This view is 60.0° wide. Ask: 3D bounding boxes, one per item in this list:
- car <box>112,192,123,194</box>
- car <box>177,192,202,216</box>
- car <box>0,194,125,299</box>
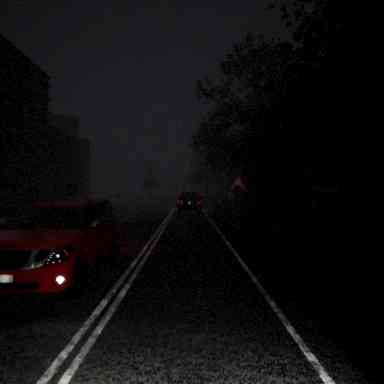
[{"bbox_3d":[-15.054,0.631,66.277,1.895,1.301,4.718,0,2,8],"label":"car"},{"bbox_3d":[-0.227,1.001,30.557,2.150,2.045,5.566,0,0,-1],"label":"car"},{"bbox_3d":[-3.395,1.200,8.759,2.150,2.045,5.566,0,0,0],"label":"car"}]
